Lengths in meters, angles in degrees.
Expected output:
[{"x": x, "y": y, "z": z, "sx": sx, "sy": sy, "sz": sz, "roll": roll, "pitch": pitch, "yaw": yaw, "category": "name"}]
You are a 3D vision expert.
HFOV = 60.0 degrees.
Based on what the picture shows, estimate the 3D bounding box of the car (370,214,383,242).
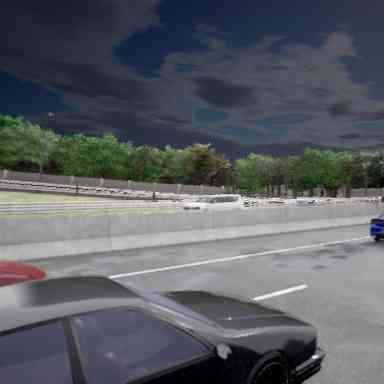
[{"x": 10.150, "y": 1.483, "z": 15.290, "sx": 5.008, "sy": 1.535, "sz": 1.882, "roll": 0, "pitch": 0, "yaw": -36, "category": "car"}]

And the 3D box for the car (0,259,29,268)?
[{"x": -4.731, "y": 1.477, "z": 4.670, "sx": 5.008, "sy": 1.535, "sz": 1.882, "roll": 0, "pitch": 0, "yaw": -35, "category": "car"}]

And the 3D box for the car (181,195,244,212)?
[{"x": 1.777, "y": 1.227, "z": 26.758, "sx": 5.566, "sy": 2.045, "sz": 2.150, "roll": 0, "pitch": 0, "yaw": -35, "category": "car"}]

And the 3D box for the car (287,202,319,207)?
[{"x": 9.175, "y": 1.553, "z": 27.738, "sx": 5.357, "sy": 1.411, "sz": 2.033, "roll": 0, "pitch": 0, "yaw": -36, "category": "car"}]

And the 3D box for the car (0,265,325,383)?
[{"x": -1.106, "y": 1.548, "z": 2.958, "sx": 5.357, "sy": 1.411, "sz": 2.033, "roll": 0, "pitch": 0, "yaw": -36, "category": "car"}]

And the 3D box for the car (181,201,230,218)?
[{"x": 1.280, "y": 1.569, "z": 30.701, "sx": 4.181, "sy": 1.385, "sz": 1.994, "roll": 0, "pitch": 0, "yaw": -35, "category": "car"}]
